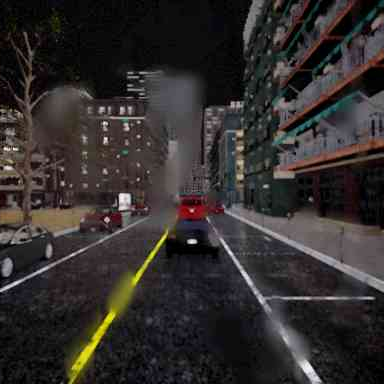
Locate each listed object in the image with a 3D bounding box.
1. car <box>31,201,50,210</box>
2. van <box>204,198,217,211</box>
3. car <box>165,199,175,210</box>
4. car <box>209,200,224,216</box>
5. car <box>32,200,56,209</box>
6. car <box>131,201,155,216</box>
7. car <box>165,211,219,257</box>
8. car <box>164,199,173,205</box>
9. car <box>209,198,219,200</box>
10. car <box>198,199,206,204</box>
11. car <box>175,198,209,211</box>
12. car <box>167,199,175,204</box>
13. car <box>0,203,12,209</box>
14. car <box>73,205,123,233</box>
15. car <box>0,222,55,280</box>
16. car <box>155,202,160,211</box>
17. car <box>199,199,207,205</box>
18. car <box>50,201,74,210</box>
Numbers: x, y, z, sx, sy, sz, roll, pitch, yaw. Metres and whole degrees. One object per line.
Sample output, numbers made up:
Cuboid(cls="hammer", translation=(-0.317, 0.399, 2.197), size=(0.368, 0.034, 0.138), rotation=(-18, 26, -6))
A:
Cuboid(cls="car", translation=(-27.978, 2.596, 59.540), size=(4.403, 1.369, 2.008), rotation=(-1, 1, 0))
Cuboid(cls="van", translation=(2.677, 1.851, 48.836), size=(1.690, 1.788, 3.998), rotation=(0, -1, 0))
Cuboid(cls="car", translation=(-3.013, 2.097, 52.510), size=(2.033, 1.411, 5.357), rotation=(0, -1, 0))
Cuboid(cls="car", translation=(2.680, 1.936, 37.779), size=(1.887, 1.381, 4.507), rotation=(0, -1, 0))
Cuboid(cls="car", translation=(-30.279, 2.545, 68.161), size=(4.097, 1.590, 1.967), rotation=(-1, 1, 0))
Cuboid(cls="car", translation=(-5.702, 1.832, 37.780), size=(1.967, 1.590, 4.097), rotation=(0, -1, 0))
Cuboid(cls="car", translation=(0.021, 1.703, 13.507), size=(1.994, 1.385, 4.181), rotation=(0, 0, 0))
Cuboid(cls="car", translation=(-5.706, 2.431, 81.237), size=(1.947, 1.339, 4.313), rotation=(0, -1, 0))
Cuboid(cls="car", translation=(2.678, 1.766, 43.309), size=(2.192, 1.841, 5.009), rotation=(0, -1, 0))
Cuboid(cls="car", translation=(2.675, 2.492, 86.749), size=(1.947, 1.339, 4.313), rotation=(0, -1, 0))
Cuboid(cls="car", translation=(0.006, 1.508, 27.580), size=(2.150, 2.045, 5.566), rotation=(0, 0, 0))
Cuboid(cls="car", translation=(-5.707, 2.555, 92.284), size=(1.947, 1.339, 4.313), rotation=(0, -1, 0))
Cuboid(cls="car", translation=(-39.180, 2.816, 68.046), size=(4.206, 1.307, 1.802), rotation=(-1, 1, 0))
Cuboid(cls="car", translation=(-5.700, 1.657, 21.198), size=(1.967, 1.590, 4.097), rotation=(0, -1, 0))
Cuboid(cls="car", translation=(-5.698, 1.655, 10.142), size=(2.008, 1.369, 4.403), rotation=(0, -1, 0))
Cuboid(cls="car", translation=(-5.702, 2.092, 48.834), size=(1.802, 1.307, 4.206), rotation=(0, -1, 0))
Cuboid(cls="car", translation=(2.675, 2.446, 81.226), size=(1.802, 1.307, 4.206), rotation=(0, -1, 0))
Cuboid(cls="car", translation=(-22.409, 2.515, 59.582), size=(4.403, 1.369, 2.008), rotation=(-1, 1, 0))
